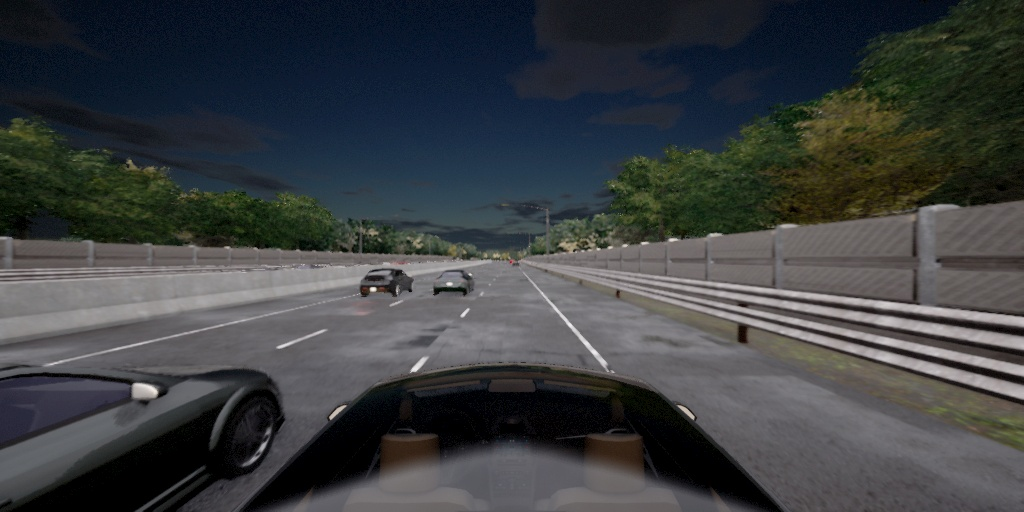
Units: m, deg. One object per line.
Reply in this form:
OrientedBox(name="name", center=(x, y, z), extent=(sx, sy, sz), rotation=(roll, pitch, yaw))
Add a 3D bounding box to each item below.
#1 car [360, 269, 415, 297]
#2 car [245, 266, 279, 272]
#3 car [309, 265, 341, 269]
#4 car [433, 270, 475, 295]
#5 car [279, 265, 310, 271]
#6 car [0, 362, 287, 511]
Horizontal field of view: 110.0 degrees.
OrientedBox(name="car", center=(-6.889, 1.441, 20.218), extent=(1.837, 1.490, 4.892), rotation=(0, -1, 0))
OrientedBox(name="car", center=(-24.573, 1.698, 36.243), extent=(1.895, 1.301, 4.718), rotation=(0, -1, 0))
OrientedBox(name="car", center=(-17.577, 1.690, 35.481), extent=(1.895, 1.301, 4.718), rotation=(0, -1, 0))
OrientedBox(name="car", center=(-3.388, 1.512, 21.468), extent=(1.994, 1.385, 4.181), rotation=(0, -1, 0))
OrientedBox(name="car", center=(-21.074, 1.652, 37.000), extent=(2.033, 1.411, 5.357), rotation=(0, -1, 0))
OrientedBox(name="car", center=(-3.397, 1.318, 2.108), extent=(1.994, 1.385, 4.181), rotation=(0, -1, 0))
